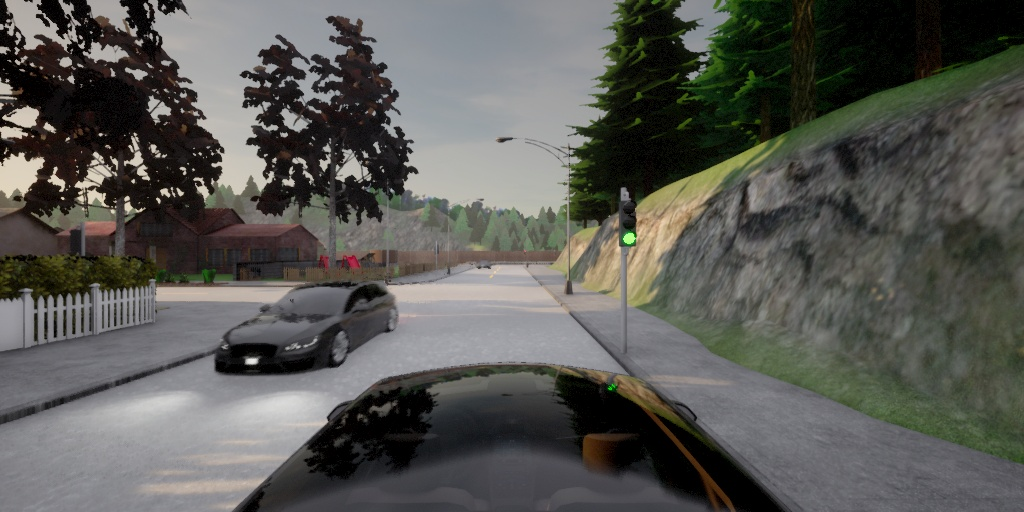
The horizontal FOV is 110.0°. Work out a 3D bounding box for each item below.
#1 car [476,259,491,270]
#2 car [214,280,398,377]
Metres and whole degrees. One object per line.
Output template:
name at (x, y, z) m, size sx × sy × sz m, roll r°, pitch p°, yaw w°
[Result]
car at (-3.995, 1.219, 51.577) m, size 2.128 × 1.511 × 4.902 m, roll 0°, pitch 1°, yaw 0°
car at (-4.000, 1.343, 7.937) m, size 1.837 × 1.490 × 4.892 m, roll 0°, pitch 0°, yaw 0°
